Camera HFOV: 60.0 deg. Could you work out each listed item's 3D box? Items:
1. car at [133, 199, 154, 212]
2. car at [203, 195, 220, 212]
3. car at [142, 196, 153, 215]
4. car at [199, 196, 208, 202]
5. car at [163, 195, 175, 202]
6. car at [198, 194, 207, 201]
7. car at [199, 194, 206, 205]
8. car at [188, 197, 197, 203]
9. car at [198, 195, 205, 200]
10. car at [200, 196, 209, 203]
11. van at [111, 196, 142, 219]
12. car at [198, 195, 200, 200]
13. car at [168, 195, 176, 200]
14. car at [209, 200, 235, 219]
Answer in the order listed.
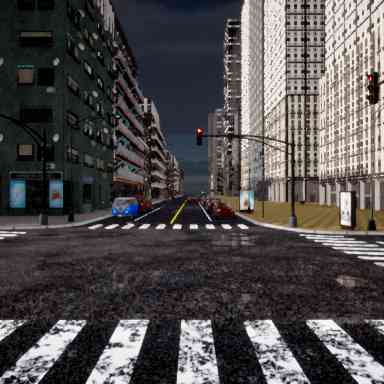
[{"bbox_3d":[-5.702,1.560,39.501,1.887,1.381,4.507,0,0,0],"label":"car"},{"bbox_3d":[2.679,1.455,39.504,1.967,1.590,4.097,0,0,0],"label":"car"},{"bbox_3d":[-5.698,1.327,33.973,2.192,1.841,5.009,0,0,0],"label":"car"},{"bbox_3d":[2.660,1.633,78.197,1.802,1.307,4.206,0,0,0],"label":"car"},{"bbox_3d":[-5.720,1.492,78.193,1.967,1.590,4.097,0,0,0],"label":"car"},{"bbox_3d":[2.659,1.373,83.725,2.192,1.841,5.009,0,0,0],"label":"car"},{"bbox_3d":[2.671,1.468,56.086,1.967,1.590,4.097,0,0,0],"label":"car"},{"bbox_3d":[0.066,1.643,69.749,1.895,1.301,4.718,0,0,0],"label":"car"},{"bbox_3d":[2.651,1.655,94.780,1.802,1.307,4.206,0,0,0],"label":"car"},{"bbox_3d":[2.662,1.590,72.669,1.887,1.381,4.507,0,0,0],"label":"car"},{"bbox_3d":[-5.696,1.351,28.445,1.690,1.788,3.998,0,0,0],"label":"van"},{"bbox_3d":[2.665,1.590,67.142,2.008,1.369,4.403,0,0,0],"label":"car"},{"bbox_3d":[-5.729,1.639,94.777,1.947,1.339,4.313,0,0,0],"label":"car"},{"bbox_3d":[2.684,1.591,28.448,1.802,1.307,4.206,0,0,0],"label":"car"}]
